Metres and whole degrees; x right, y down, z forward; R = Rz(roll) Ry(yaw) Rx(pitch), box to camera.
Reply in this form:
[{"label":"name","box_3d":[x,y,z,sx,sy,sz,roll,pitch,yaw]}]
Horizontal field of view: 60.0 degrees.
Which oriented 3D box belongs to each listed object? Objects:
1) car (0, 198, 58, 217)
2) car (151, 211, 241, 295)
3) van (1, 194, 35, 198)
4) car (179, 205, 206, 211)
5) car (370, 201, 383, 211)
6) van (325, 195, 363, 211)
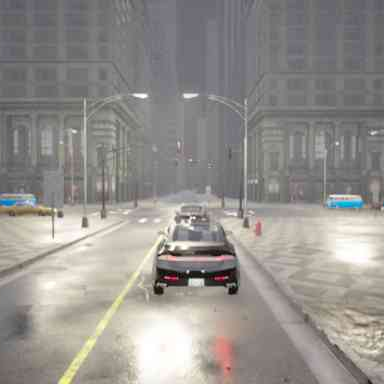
[{"label":"car","box_3d":[-14.665,1.506,30.073,4.829,1.417,1.752,0,1,0]},{"label":"car","box_3d":[0.088,1.473,8.644,2.128,1.511,4.902,0,0,0]},{"label":"van","box_3d":[-20.274,1.148,38.573,3.998,1.788,1.690,0,1,0]},{"label":"car","box_3d":[0.056,1.471,18.120,1.837,1.490,4.892,0,0,3]},{"label":"car","box_3d":[23.235,1.496,38.804,4.507,1.381,1.887,0,1,0]},{"label":"van","box_3d":[17.710,1.272,38.774,3.998,1.788,1.690,0,1,0]}]
